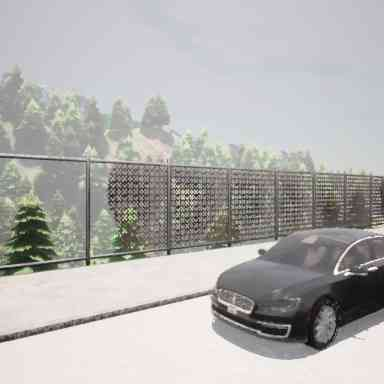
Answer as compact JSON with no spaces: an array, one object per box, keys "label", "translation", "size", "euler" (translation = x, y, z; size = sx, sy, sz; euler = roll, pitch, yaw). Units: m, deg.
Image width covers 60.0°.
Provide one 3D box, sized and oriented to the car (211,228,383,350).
[{"label":"car","translation":[2.568,1.505,6.335],"size":[4.892,1.490,1.837],"euler":[0,0,-36]}]
